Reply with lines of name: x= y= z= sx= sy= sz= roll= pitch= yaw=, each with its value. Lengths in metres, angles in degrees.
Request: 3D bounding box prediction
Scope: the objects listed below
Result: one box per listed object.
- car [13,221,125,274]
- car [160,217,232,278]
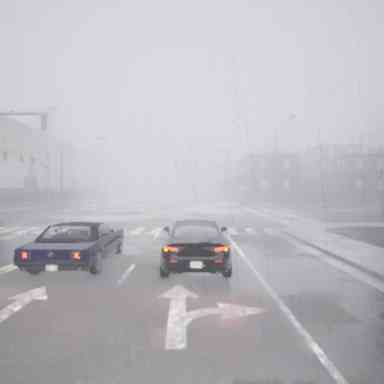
car: x=-3.399 y=1.548 z=10.286 sx=1.895 sy=1.301 sz=4.718 roll=0 pitch=0 yaw=0
car: x=0.100 y=1.475 z=9.853 sx=1.812 sy=1.442 sz=4.674 roll=0 pitch=0 yaw=0
